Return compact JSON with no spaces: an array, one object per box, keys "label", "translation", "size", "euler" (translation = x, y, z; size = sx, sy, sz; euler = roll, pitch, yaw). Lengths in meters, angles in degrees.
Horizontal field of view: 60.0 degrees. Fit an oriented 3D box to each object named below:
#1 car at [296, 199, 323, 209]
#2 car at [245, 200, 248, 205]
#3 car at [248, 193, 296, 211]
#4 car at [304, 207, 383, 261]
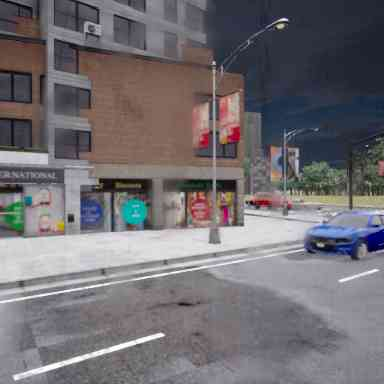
[{"label":"car","translation":[13.075,1.490,39.076],"size":[1.895,1.301,4.718],"euler":[0,0,-23]},{"label":"car","translation":[9.586,1.470,47.548],"size":[1.895,1.301,4.718],"euler":[0,0,-22]},{"label":"car","translation":[9.383,1.120,39.463],"size":[2.150,2.045,5.566],"euler":[0,0,-22]},{"label":"car","translation":[6.206,1.477,12.475],"size":[5.008,1.535,1.882],"euler":[0,0,-38]}]
